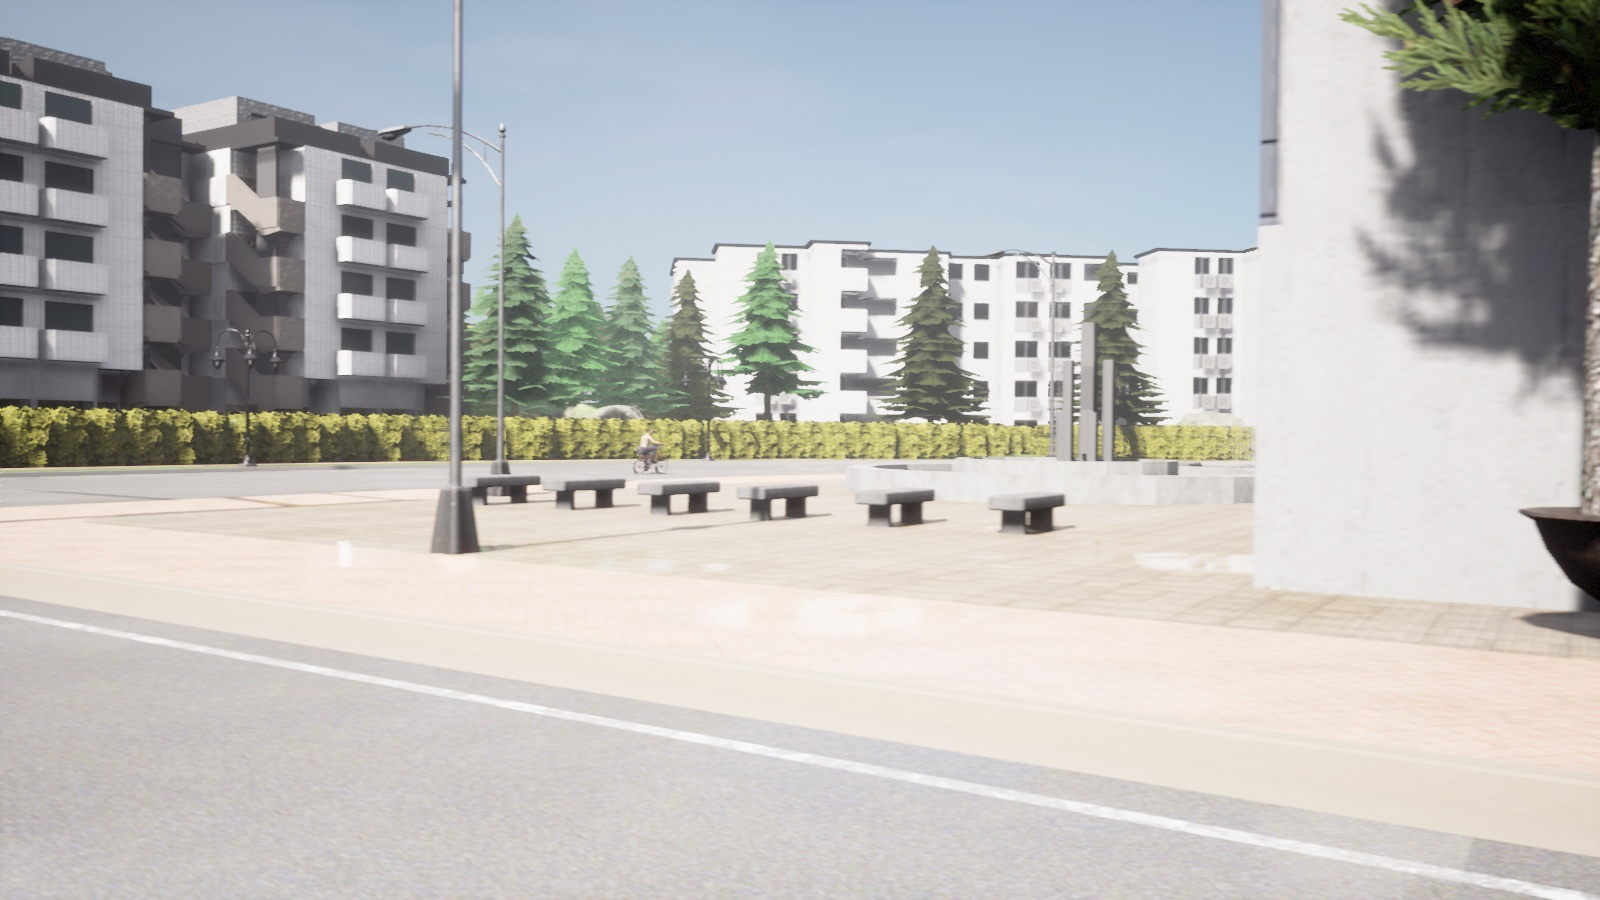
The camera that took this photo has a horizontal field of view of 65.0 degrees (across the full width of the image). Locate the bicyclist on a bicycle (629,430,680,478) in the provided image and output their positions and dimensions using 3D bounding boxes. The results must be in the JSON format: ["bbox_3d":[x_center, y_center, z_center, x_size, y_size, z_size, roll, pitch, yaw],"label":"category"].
[{"bbox_3d":[-4.986,0.127,42.966,0.866,1.612,1.509,1,2,44],"label":"bicyclist on a bicycle"}]
